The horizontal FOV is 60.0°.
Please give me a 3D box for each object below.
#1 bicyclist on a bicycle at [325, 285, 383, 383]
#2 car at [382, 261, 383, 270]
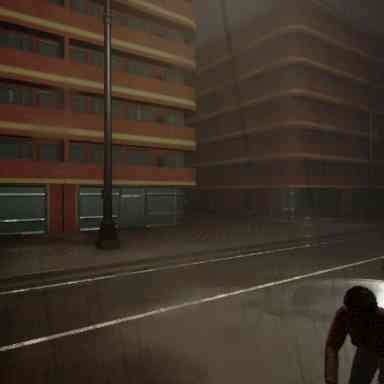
[{"bbox_3d":[1.236,1.443,2.307,0.582,1.620,1.656,0,2,45],"label":"bicyclist on a bicycle"},{"bbox_3d":[7.015,1.564,9.055,4.181,1.385,1.994,0,0,-36],"label":"car"}]
